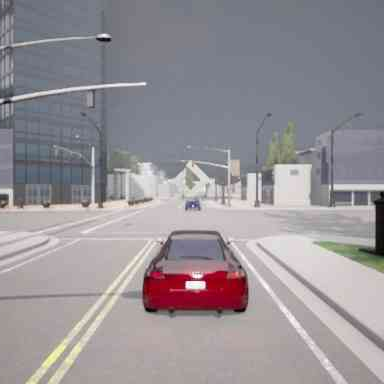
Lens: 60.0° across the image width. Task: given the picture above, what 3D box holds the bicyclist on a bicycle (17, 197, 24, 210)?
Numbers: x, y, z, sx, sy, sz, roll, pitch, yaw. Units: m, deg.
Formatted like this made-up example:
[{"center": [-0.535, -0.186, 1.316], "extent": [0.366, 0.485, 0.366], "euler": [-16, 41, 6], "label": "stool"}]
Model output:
[{"center": [-21.982, 1.433, 42.585], "extent": [0.582, 1.620, 1.656], "euler": [-1, 0, 0], "label": "bicyclist on a bicycle"}]

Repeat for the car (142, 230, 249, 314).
[{"center": [0.074, 1.558, 7.695], "extent": [1.994, 1.385, 4.181], "euler": [0, 0, 0], "label": "car"}]

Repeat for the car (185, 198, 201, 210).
[{"center": [0.107, 1.499, 42.902], "extent": [1.812, 1.442, 4.674], "euler": [0, 0, 0], "label": "car"}]
